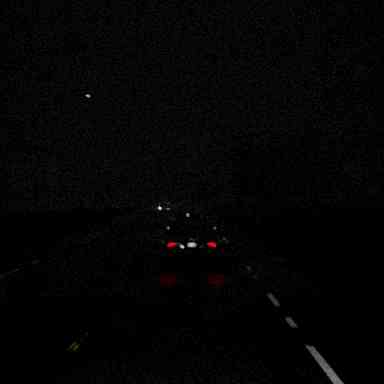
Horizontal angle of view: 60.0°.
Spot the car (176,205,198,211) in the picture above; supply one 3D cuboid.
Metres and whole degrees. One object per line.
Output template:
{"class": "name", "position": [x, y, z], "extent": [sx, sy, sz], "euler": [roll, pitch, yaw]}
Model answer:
{"class": "car", "position": [-0.406, 1.799, 28.598], "extent": [1.994, 1.385, 4.181], "euler": [0, 0, -2]}

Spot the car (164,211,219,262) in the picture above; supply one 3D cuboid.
{"class": "car", "position": [-0.013, 1.666, 12.568], "extent": [2.033, 1.411, 5.357], "euler": [0, 0, 0]}

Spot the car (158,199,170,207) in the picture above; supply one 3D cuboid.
{"class": "car", "position": [-5.493, 2.137, 65.774], "extent": [2.097, 1.767, 4.553], "euler": [0, -1, -2]}
